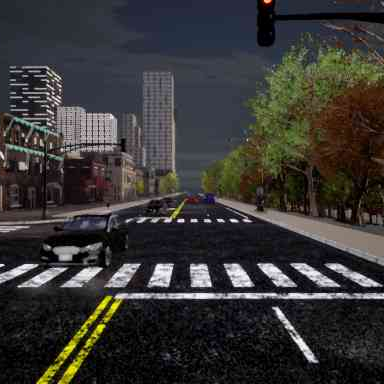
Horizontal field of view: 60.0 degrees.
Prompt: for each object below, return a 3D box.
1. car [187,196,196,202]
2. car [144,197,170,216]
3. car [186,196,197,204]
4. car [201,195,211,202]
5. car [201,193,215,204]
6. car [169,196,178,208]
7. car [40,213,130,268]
[{"bbox_3d":[-0.172,1.523,74.151,1.994,1.385,4.181,0,0,0],"label":"car"},{"bbox_3d":[-3.425,1.495,32.251,1.837,1.490,4.892,0,0,0],"label":"car"},{"bbox_3d":[-0.043,1.539,64.199,1.994,1.385,4.181,0,0,-1],"label":"car"},{"bbox_3d":[3.072,1.447,74.393,1.882,1.535,5.008,0,0,0],"label":"car"},{"bbox_3d":[3.200,1.197,63.818,2.150,2.045,5.566,0,0,0],"label":"car"},{"bbox_3d":[-3.456,1.489,47.448,1.837,1.490,4.892,0,0,0],"label":"car"},{"bbox_3d":[-3.376,1.489,11.307,2.128,1.511,4.902,0,0,0],"label":"car"}]
